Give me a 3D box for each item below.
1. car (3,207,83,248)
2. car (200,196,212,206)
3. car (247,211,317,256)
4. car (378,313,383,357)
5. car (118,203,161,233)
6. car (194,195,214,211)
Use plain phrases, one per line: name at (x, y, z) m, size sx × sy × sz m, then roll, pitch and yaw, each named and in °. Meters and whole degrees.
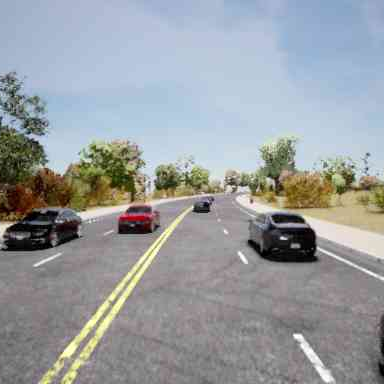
car at (-6.402, 1.496, 14.898) m, size 1.837 × 1.490 × 4.892 m, roll 0°, pitch 0°, yaw 1°
car at (2.395, 1.444, 55.735) m, size 1.812 × 1.442 × 4.674 m, roll 0°, pitch 0°, yaw 5°
car at (3.387, 1.499, 13.157) m, size 1.837 × 1.490 × 4.892 m, roll 0°, pitch 0°, yaw 1°
car at (3.252, 1.506, 2.231) m, size 1.837 × 1.490 × 4.892 m, roll 0°, pitch 0°, yaw 0°
car at (-3.021, 1.464, 19.785) m, size 1.882 × 1.535 × 5.008 m, roll 0°, pitch 0°, yaw 2°
car at (1.226, 1.451, 39.567) m, size 2.128 × 1.511 × 4.902 m, roll 0°, pitch 0°, yaw 3°
